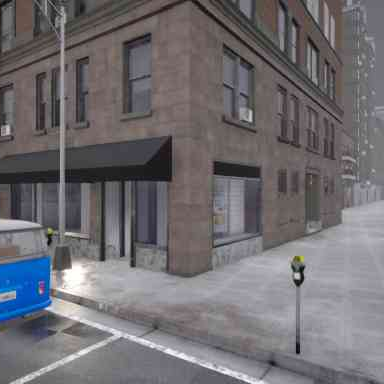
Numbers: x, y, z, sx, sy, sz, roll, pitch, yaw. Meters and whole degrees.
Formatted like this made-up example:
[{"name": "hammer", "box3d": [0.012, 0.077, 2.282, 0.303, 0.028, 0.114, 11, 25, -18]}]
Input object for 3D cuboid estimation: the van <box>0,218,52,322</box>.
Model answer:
[{"name": "van", "box3d": [-4.298, 1.340, 6.085, 3.998, 1.788, 1.690, 0, 0, 35]}]
